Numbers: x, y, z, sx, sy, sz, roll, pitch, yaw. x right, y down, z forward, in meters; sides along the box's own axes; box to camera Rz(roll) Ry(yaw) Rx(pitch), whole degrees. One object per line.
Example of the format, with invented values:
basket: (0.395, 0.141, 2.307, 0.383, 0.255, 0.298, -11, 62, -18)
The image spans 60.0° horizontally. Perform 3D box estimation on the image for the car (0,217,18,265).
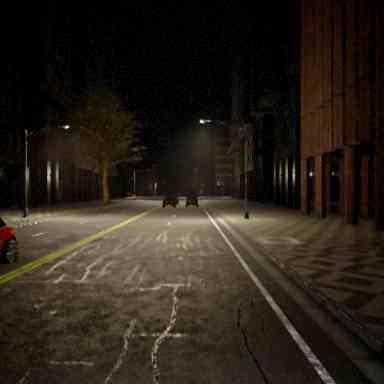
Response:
car: (-6.571, 1.350, 8.650, 2.097, 1.767, 4.553, 0, 0, 0)

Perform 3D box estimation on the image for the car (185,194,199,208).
car: (0.000, 1.507, 48.602, 1.837, 1.490, 4.892, 0, 0, 0)

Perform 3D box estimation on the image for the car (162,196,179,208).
car: (-3.250, 1.507, 48.185, 1.837, 1.490, 4.892, 0, 0, 0)
